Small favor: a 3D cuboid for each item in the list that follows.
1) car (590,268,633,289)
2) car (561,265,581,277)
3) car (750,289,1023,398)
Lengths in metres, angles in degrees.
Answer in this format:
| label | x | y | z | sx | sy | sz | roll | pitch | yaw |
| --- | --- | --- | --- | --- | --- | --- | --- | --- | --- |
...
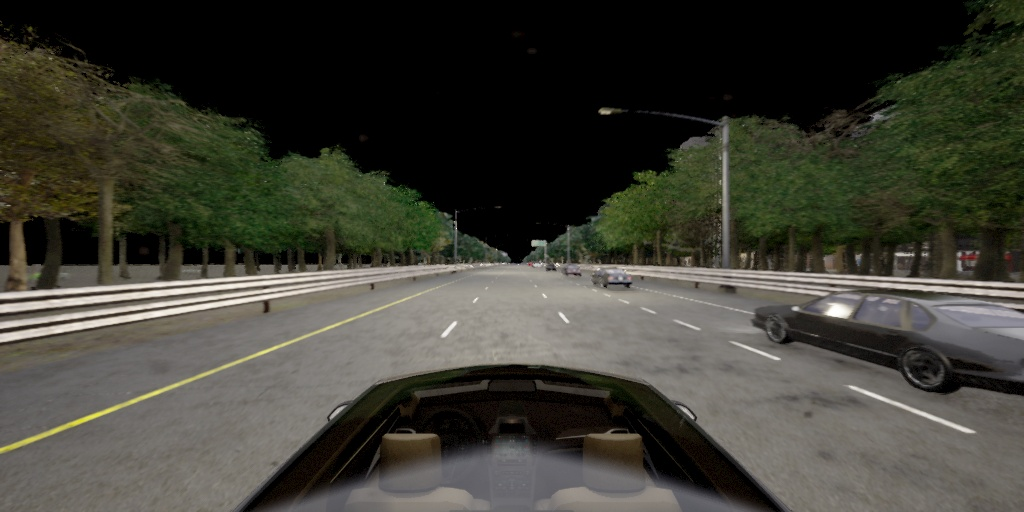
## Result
| label | x | y | z | sx | sy | sz | roll | pitch | yaw |
| --- | --- | --- | --- | --- | --- | --- | --- | --- | --- |
| car | 7.009 | 1.529 | 25.701 | 2.033 | 1.411 | 5.357 | 0 | -1 | 0 |
| car | 7.055 | 1.790 | 43.097 | 2.033 | 1.411 | 5.357 | 0 | -1 | 0 |
| car | 6.997 | 1.335 | 6.669 | 2.033 | 1.411 | 5.357 | 0 | 0 | 0 |
